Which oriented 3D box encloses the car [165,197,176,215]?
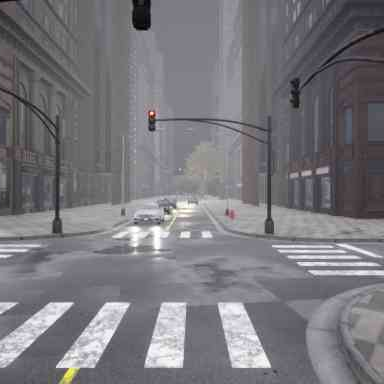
[{"bbox_3d":[-3.067,1.552,34.914,2.033,1.411,5.357,0,0,0],"label":"car"}]

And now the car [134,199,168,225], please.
[{"bbox_3d":[-3.075,1.526,24.504,1.812,1.442,4.674,0,0,0],"label":"car"}]

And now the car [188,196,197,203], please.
[{"bbox_3d":[0.169,1.574,69.769,1.812,1.442,4.674,0,0,0],"label":"car"}]

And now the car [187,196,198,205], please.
[{"bbox_3d":[0.148,1.582,59.420,2.033,1.411,5.357,0,0,0],"label":"car"}]
